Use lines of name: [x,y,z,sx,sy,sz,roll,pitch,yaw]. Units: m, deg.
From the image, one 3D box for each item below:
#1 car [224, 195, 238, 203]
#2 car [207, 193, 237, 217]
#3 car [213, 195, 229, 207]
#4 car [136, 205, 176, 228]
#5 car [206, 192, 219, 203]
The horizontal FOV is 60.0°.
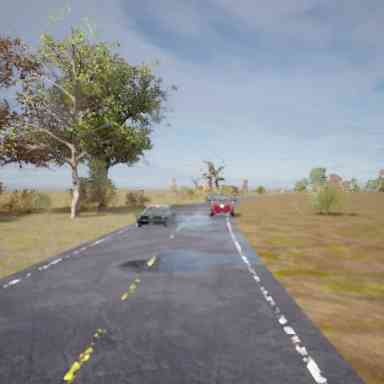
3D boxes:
car: [7.718,1.275,65.264,2.033,1.411,5.357,0,0,14]
car: [2.782,1.229,30.427,2.097,1.767,4.553,0,0,6]
car: [4.308,1.303,48.797,1.837,1.490,4.892,0,1,11]
car: [-2.196,1.510,21.347,1.895,1.301,4.718,0,0,5]
car: [3.998,0.955,62.237,2.150,2.045,5.566,0,0,13]
